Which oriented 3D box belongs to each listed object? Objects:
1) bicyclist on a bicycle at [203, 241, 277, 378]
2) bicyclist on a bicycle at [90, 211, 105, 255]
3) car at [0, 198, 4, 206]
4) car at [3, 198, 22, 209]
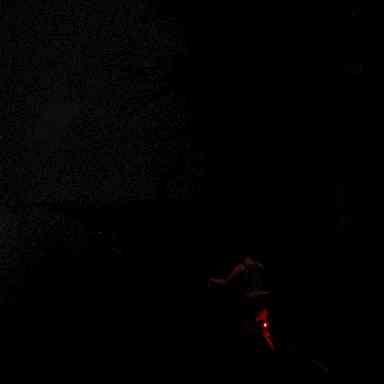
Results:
[{"bbox_3d":[0.650,1.453,4.526,0.866,1.612,1.509,-1,1,-27],"label":"bicyclist on a bicycle"},{"bbox_3d":[-3.617,1.562,12.812,0.582,1.620,1.656,0,-1,-28],"label":"bicyclist on a bicycle"},{"bbox_3d":[-36.188,1.938,64.400,2.033,1.411,5.357,0,0,-35],"label":"car"},{"bbox_3d":[-28.069,1.921,52.560,2.033,1.411,5.357,0,0,-33],"label":"car"}]
